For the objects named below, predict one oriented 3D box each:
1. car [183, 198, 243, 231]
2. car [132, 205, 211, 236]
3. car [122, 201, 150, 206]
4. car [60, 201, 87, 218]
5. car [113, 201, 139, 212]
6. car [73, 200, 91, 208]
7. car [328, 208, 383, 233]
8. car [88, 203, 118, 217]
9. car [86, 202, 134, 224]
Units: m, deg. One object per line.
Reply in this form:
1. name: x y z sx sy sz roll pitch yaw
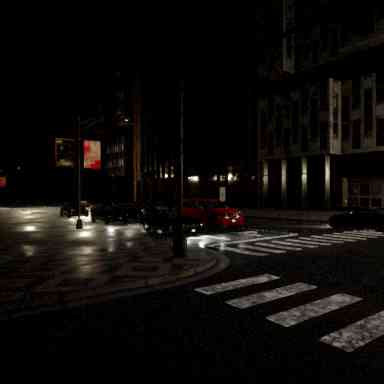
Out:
1. car: 1.023 1.455 22.790 2.150 2.045 5.566 0 -1 -34
2. car: -1.461 1.793 20.632 2.033 1.411 5.357 0 -1 -36
3. car: -4.635 1.716 30.653 2.097 1.767 4.553 0 -1 -36
4. car: -13.067 1.867 36.851 2.097 1.767 4.553 0 -1 -36
5. car: -9.794 2.054 49.346 1.882 1.535 5.008 0 -1 -36
6. car: -22.027 2.406 66.420 2.033 1.411 5.357 0 -1 -36
7. car: 10.713 1.666 20.729 1.994 1.385 4.181 0 -1 -36
8. car: -10.421 2.024 38.736 1.812 1.442 4.674 0 -1 -35
9. car: -7.154 1.855 28.581 1.882 1.535 5.008 0 -1 -36
